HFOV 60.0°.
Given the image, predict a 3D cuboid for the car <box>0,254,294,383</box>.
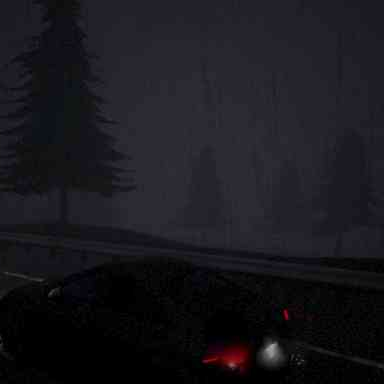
[{"bbox_3d":[-0.839,1.583,4.480,4.181,1.385,1.994,-1,0,35],"label":"car"}]
